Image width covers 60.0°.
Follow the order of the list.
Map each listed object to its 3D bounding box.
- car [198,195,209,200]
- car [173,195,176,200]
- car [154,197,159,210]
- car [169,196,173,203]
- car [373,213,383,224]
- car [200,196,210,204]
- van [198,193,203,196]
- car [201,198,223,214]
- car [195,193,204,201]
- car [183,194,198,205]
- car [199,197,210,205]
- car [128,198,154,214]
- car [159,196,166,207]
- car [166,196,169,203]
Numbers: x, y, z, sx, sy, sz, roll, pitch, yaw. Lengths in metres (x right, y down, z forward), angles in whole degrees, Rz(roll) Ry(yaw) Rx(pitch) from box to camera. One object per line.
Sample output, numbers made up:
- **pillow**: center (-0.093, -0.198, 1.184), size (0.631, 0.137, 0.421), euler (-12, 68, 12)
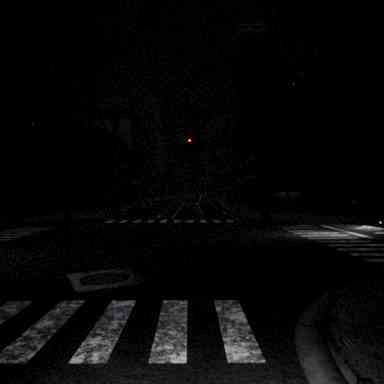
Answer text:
- **car**: center (2.349, 1.635, 52.710), size (1.947, 1.339, 4.313), euler (0, 0, 0)
- **car**: center (-5.646, 1.691, 80.272), size (2.008, 1.369, 4.403), euler (0, 0, 0)
- **car**: center (-5.688, 1.488, 41.697), size (1.967, 1.590, 4.097), euler (0, 0, 0)
- **car**: center (-5.658, 1.549, 69.251), size (1.967, 1.590, 4.097), euler (0, 0, 0)
- **car**: center (14.349, 1.494, 20.716), size (5.357, 1.411, 2.033), euler (0, 0, -2)
- **car**: center (2.343, 1.639, 47.200), size (1.802, 1.307, 4.206), euler (0, 0, 0)
- **van**: center (2.355, 1.422, 58.221), size (1.690, 1.788, 3.998), euler (0, 0, 0)
- **car**: center (2.331, 1.605, 36.177), size (1.947, 1.339, 4.313), euler (0, 0, 0)
- **car**: center (2.022, 1.397, 90.177), size (2.150, 2.045, 5.566), euler (0, 0, 0)
- **car**: center (-0.276, 1.598, 63.326), size (1.837, 1.490, 4.892), euler (0, 0, 0)
- **car**: center (2.361, 1.645, 63.731), size (2.008, 1.369, 4.403), euler (0, 0, 0)
- **car**: center (-5.694, 1.479, 36.187), size (1.967, 1.590, 4.097), euler (0, 0, 0)
- **car**: center (-5.676, 1.651, 52.718), size (1.802, 1.307, 4.206), euler (0, 0, 0)
- **car**: center (-5.670, 1.632, 58.229), size (2.008, 1.369, 4.403), euler (0, 0, 0)
